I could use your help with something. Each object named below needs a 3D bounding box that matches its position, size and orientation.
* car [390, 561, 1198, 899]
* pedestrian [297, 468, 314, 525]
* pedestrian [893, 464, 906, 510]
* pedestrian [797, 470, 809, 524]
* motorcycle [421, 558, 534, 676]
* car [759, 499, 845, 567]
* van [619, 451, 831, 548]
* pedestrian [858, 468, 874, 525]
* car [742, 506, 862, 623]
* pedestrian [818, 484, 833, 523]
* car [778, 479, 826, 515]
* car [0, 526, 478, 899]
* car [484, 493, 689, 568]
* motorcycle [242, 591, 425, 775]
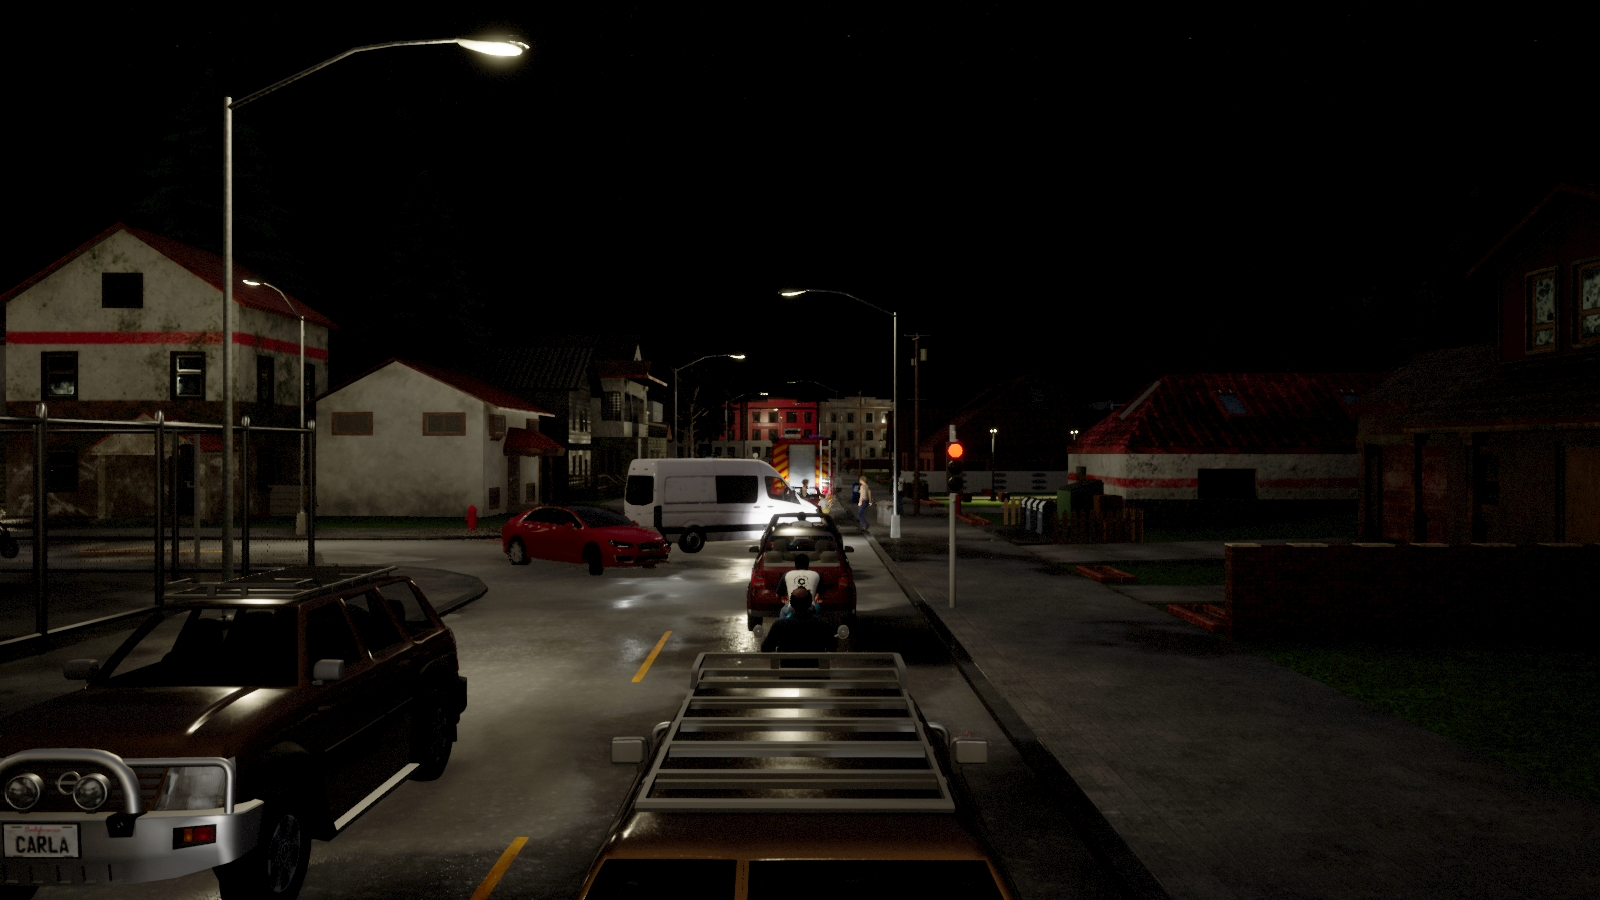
[{"bbox_3d":[-0.006,1.641,5.035,1.932,1.855,4.605,0,0,0],"label":"car"},{"bbox_3d":[-16.202,1.510,37.469,0.375,1.860,0.375,0,0,5],"label":"pedestrian"},{"bbox_3d":[4.053,1.506,46.531,0.375,1.860,0.375,0,0,-22],"label":"pedestrian"},{"bbox_3d":[0.102,1.613,39.304,0.375,1.860,0.375,0,0,-7],"label":"pedestrian"},{"bbox_3d":[-3.894,1.987,13.966,0.803,1.145,2.033,0,0,0],"label":"motorcycle"},{"bbox_3d":[0.043,1.924,27.447,1.895,1.301,4.718,0,0,0],"label":"car"},{"bbox_3d":[-2.053,1.302,32.661,5.915,2.561,1.988,0,0,-36],"label":"van"},{"bbox_3d":[2.169,1.512,37.408,0.375,1.860,0.375,0,0,36],"label":"pedestrian"},{"bbox_3d":[0.027,1.798,18.824,1.789,1.549,3.705,0,0,0],"label":"car"},{"bbox_3d":[0.865,1.832,39.158,0.375,1.300,0.375,0,0,32],"label":"pedestrian"},{"bbox_3d":[0.085,1.917,47.610,1.895,1.301,4.718,0,0,0],"label":"car"},{"bbox_3d":[-3.983,1.640,8.349,1.932,1.855,4.605,0,0,0],"label":"car"},{"bbox_3d":[-5.130,1.830,27.070,4.892,1.480,2.231,0,-2,42],"label":"car"},{"bbox_3d":[-3.994,1.958,9.954,0.856,1.236,1.805,0,0,0],"label":"motorcycle"}]
